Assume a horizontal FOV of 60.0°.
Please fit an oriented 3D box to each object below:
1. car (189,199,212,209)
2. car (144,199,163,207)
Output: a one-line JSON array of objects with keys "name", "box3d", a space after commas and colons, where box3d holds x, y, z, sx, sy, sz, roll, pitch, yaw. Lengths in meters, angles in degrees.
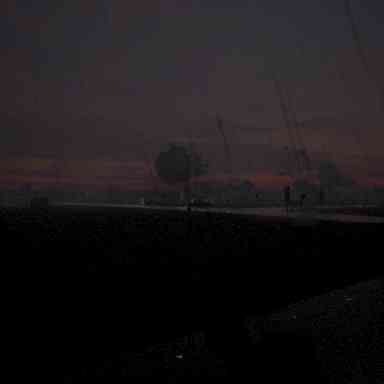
[{"name": "car", "box3d": [1.262, 1.853, 51.887, 1.812, 1.442, 4.674, 0, 0, -36]}, {"name": "car", "box3d": [-7.478, 2.004, 64.082, 1.882, 1.535, 5.008, 0, -1, -36]}]
